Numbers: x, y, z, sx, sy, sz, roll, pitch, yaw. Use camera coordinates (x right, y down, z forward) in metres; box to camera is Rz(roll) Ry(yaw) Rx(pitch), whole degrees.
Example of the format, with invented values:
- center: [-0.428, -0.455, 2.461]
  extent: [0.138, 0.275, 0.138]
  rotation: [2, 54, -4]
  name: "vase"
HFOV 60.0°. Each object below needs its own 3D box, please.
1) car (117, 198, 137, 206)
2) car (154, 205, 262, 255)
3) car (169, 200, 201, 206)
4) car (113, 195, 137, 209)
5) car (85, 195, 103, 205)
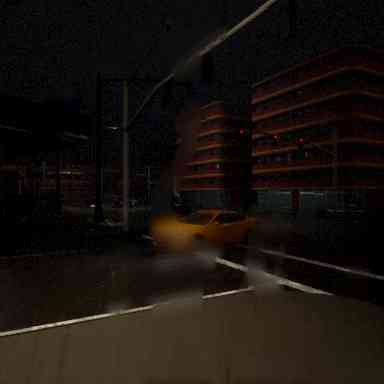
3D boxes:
- center: [-10.797, 1.604, 55.089]
  extent: [1.895, 1.301, 4.718]
  rotation: [0, 0, -31]
  name: "car"
- center: [0.797, 1.479, 13.574]
  extent: [5.008, 1.535, 1.882]
  rotation: [0, 1, -41]
  name: "car"
- center: [-0.441, 1.494, 30.230]
  extent: [2.128, 1.511, 4.902]
  rotation: [0, 0, -31]
  name: "car"
- center: [-9.429, 1.509, 45.495]
  extent: [1.837, 1.490, 4.892]
  rotation: [0, -1, -30]
  name: "car"
- center: [-17.793, 1.615, 59.872]
  extent: [1.895, 1.301, 4.718]
  rotation: [0, 0, -31]
  name: "car"
